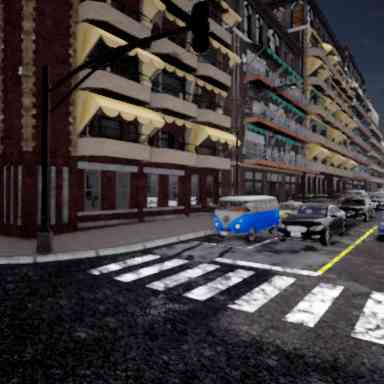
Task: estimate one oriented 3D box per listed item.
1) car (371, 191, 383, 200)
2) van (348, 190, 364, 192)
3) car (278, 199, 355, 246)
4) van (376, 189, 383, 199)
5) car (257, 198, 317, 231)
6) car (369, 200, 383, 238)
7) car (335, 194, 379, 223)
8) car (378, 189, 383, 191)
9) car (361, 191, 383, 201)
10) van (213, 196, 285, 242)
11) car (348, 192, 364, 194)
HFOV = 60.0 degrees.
[{"bbox_3d":[31.489,0.583,55.873,2.008,1.369,4.403,2,2,35],"label":"car"},{"bbox_3d":[18.588,0.679,37.551,1.690,1.788,3.998,2,2,35],"label":"van"},{"bbox_3d":[5.155,1.231,14.018,2.128,1.511,4.902,1,1,35],"label":"car"},{"bbox_3d":[34.718,0.298,60.446,1.690,1.788,3.998,2,2,35],"label":"van"},{"bbox_3d":[5.582,1.173,19.101,1.752,1.417,4.829,2,2,35],"label":"car"},{"bbox_3d":[9.664,1.278,15.016,2.033,1.411,5.357,1,1,36],"label":"car"},{"bbox_3d":[10.906,1.107,22.175,1.837,1.490,4.892,1,1,35],"label":"car"},{"bbox_3d":[28.263,0.653,51.294,1.887,1.381,4.507,2,2,35],"label":"car"},{"bbox_3d":[17.803,0.930,31.936,2.128,1.511,4.902,1,1,36],"label":"car"},{"bbox_3d":[2.457,1.063,14.656,1.690,1.788,3.998,2,2,35],"label":"van"},{"bbox_3d":[15.358,0.965,32.977,2.008,1.369,4.403,2,2,35],"label":"car"}]
